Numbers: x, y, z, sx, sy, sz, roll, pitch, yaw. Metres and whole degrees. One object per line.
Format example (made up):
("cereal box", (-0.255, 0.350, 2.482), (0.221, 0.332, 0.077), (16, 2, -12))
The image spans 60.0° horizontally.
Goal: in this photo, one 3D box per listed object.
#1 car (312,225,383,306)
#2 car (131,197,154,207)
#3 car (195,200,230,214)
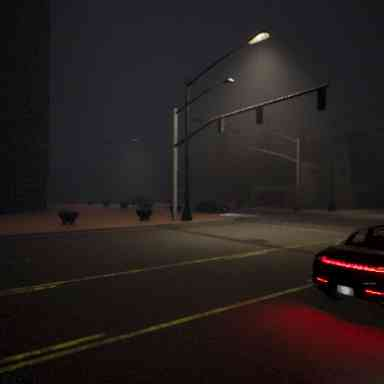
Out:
("car", (4.596, 1.458, 7.073), (4.902, 1.511, 2.128), (0, 0, -35))
("car", (-7.187, 1.395, 47.932), (1.812, 1.442, 4.674), (1, 0, -35))
("car", (2.075, 1.514, 34.588), (1.994, 1.385, 4.181), (1, 0, -35))
